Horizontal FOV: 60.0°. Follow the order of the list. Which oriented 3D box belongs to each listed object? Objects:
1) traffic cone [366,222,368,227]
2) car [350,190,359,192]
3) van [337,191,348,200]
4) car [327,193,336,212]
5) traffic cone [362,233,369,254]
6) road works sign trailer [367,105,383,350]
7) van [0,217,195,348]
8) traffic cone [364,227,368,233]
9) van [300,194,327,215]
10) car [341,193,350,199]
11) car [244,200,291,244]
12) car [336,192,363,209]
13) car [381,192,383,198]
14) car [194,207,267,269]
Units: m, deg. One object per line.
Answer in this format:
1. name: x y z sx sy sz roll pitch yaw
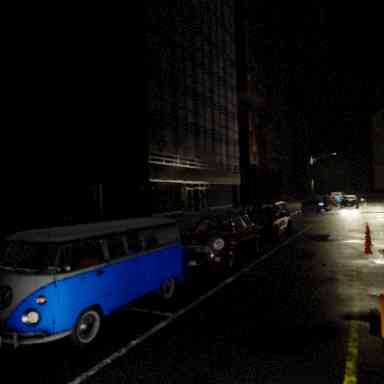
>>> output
1. traffic cone: 7.949 1.804 15.073 0.340 0.580 0.340 -2 -1 28
2. car: 37.772 0.679 75.729 2.097 1.767 4.553 -2 -1 28
3. van: 32.154 0.827 70.957 1.690 1.788 3.998 -2 -1 28
4. car: 13.923 1.140 36.180 2.192 1.841 5.009 -2 -1 28
5. traffic cone: 6.092 1.839 11.530 0.340 0.580 0.340 -2 -1 28
6. road works sign trailer: 3.915 0.364 4.752 2.380 3.560 2.880 -2 -1 28
7. van: -1.701 1.463 6.371 1.690 1.788 3.998 -2 -1 28
8. traffic cone: 7.020 1.821 13.302 0.340 0.580 0.340 -2 -1 28
9. van: 11.320 1.215 31.212 1.690 1.788 3.998 -2 -1 28
10. car: 37.289 0.921 80.741 1.752 1.417 4.829 -2 -1 28
11. car: 3.507 1.337 16.308 2.192 1.841 5.009 -2 -1 28
12. car: 18.772 1.172 39.576 2.128 1.511 4.902 -2 -1 28
13. car: 39.787 0.697 67.155 1.752 1.417 4.829 -2 -1 28
14. car: 0.907 1.512 11.338 1.967 1.590 4.097 -2 -1 28
